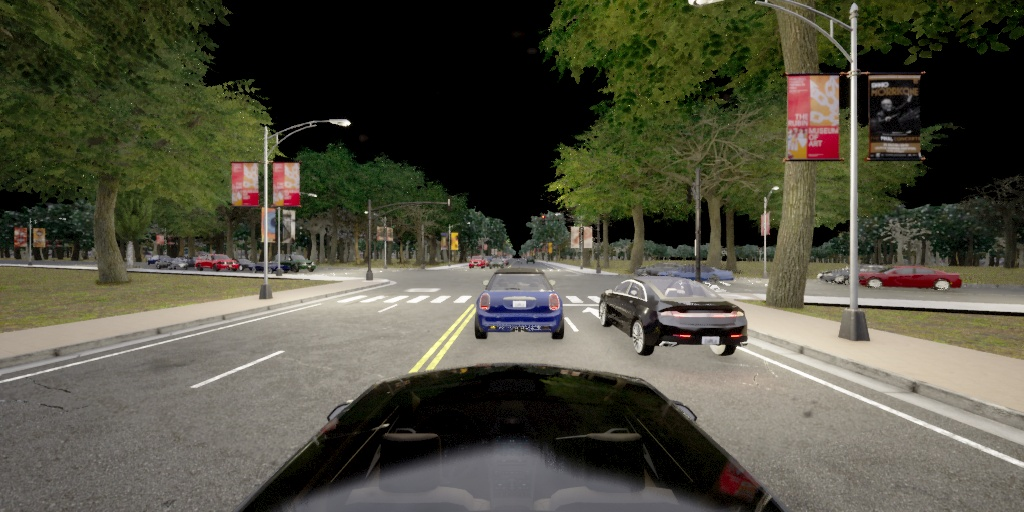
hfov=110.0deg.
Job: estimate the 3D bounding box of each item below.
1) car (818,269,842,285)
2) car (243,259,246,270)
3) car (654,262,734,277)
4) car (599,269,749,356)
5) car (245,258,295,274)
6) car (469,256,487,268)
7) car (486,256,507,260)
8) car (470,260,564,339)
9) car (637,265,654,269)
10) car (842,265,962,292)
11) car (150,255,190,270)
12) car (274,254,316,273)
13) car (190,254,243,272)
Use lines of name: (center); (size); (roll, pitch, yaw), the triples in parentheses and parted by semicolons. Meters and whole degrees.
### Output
car: (25.632, 1.392, 26.325); (4.902, 1.511, 2.128); (0, 0, 24)
car: (-34.670, 1.074, 45.965); (4.892, 1.490, 1.837); (0, 0, 24)
car: (14.142, 1.386, 27.886); (5.357, 1.411, 2.033); (0, 0, 24)
car: (3.434, 1.242, 8.602); (2.128, 1.511, 4.902); (0, 0, 0)
car: (-26.006, 1.225, 38.514); (4.718, 1.301, 1.895); (0, 0, 27)
car: (-5.587, 0.979, 58.009); (2.150, 2.045, 5.566); (0, 0, 1)
car: (-2.359, 1.109, 55.939); (2.097, 1.767, 4.553); (0, 0, 1)
car: (0.199, 1.102, 10.192); (2.097, 1.767, 4.553); (0, 0, 1)
car: (13.389, 1.318, 31.811); (4.902, 1.511, 2.128); (1, 0, 24)
car: (25.022, 1.383, 23.039); (5.008, 1.535, 1.882); (0, 0, 24)
car: (-44.261, 1.020, 46.700); (4.902, 1.511, 2.128); (0, 0, 24)
car: (-25.511, 0.840, 41.870); (5.566, 2.045, 2.150); (0, 0, 24)
car: (-35.070, 0.796, 42.575); (5.566, 2.045, 2.150); (0, 0, 24)
